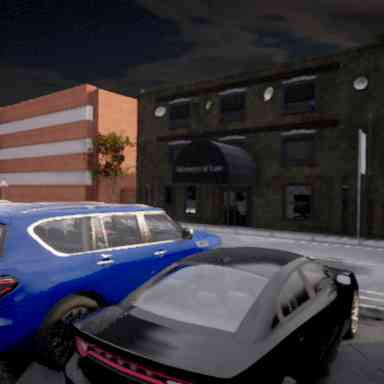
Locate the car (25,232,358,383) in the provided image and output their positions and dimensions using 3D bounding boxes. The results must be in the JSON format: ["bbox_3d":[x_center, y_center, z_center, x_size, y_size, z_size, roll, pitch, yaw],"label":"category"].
[{"bbox_3d":[0.844,1.475,4.385,2.097,1.535,5.008,0,0,35],"label":"car"}]

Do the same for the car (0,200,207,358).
[{"bbox_3d":[-1.437,1.214,6.053,2.435,2.045,5.566,0,0,36],"label":"car"}]
